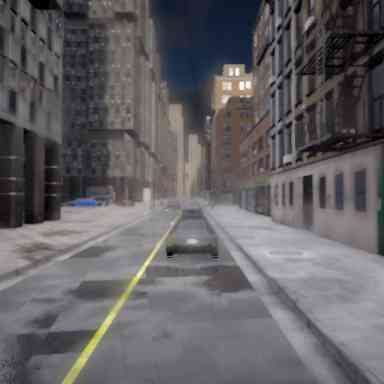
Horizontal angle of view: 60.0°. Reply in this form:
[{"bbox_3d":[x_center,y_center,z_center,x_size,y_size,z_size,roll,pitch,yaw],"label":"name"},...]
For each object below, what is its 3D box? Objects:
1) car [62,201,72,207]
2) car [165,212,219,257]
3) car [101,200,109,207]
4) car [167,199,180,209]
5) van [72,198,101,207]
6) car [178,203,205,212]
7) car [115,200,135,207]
[{"bbox_3d":[-25.735,2.518,71.862,4.403,1.369,2.008,0,-1,0],"label":"car"},{"bbox_3d":[0.024,1.712,13.570,1.994,1.385,4.181,0,-1,1],"label":"car"},{"bbox_3d":[-20.086,2.493,71.855,4.313,1.339,1.947,0,-1,0],"label":"car"},{"bbox_3d":[-2.999,1.935,55.059,2.097,1.767,4.553,0,0,0],"label":"car"},{"bbox_3d":[-20.091,2.103,63.334,3.998,1.788,1.690,0,-1,0],"label":"van"},{"bbox_3d":[0.031,1.817,28.492,1.837,1.490,4.892,0,0,0],"label":"car"},{"bbox_3d":[-14.438,2.469,71.847,4.206,1.307,1.802,0,-1,0],"label":"car"}]
